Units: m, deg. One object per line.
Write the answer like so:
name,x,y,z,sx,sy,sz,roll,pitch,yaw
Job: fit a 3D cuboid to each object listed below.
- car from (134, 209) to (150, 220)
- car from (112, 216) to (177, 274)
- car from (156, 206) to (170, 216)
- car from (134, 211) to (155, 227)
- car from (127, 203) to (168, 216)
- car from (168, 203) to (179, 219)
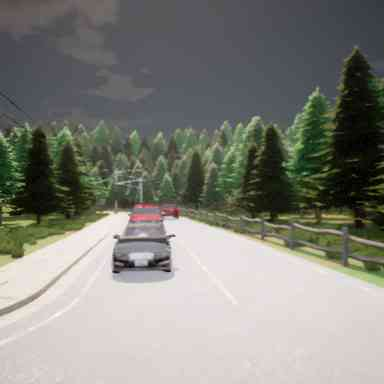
car,-6.497,2.909,43.321,1.895,1.301,4.718,0,-2,-9
car,-1.662,1.845,11.954,2.128,1.511,4.902,0,-2,-5
car,-4.742,3.084,54.330,1.882,1.535,5.008,0,-2,-10
car,-4.713,2.581,32.503,1.895,1.301,4.718,0,-2,-10
car,-3.070,1.887,22.357,2.150,2.045,5.566,0,-2,-9
car,-2.993,2.520,44.183,2.150,2.045,5.566,0,-2,-9
